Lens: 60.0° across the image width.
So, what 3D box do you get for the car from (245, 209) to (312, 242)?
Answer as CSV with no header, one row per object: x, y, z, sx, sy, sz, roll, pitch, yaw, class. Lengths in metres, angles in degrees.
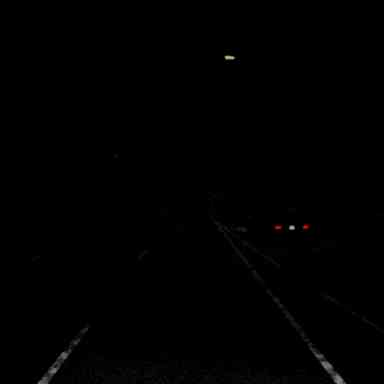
4.036,1.540,16.382,2.033,1.411,5.357,0,0,-3,car
